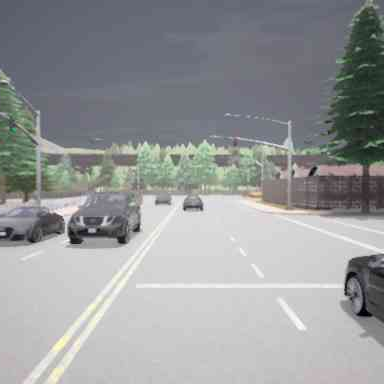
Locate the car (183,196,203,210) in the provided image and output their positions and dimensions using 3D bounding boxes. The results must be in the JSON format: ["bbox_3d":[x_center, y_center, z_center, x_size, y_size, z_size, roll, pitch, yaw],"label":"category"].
[{"bbox_3d":[0.110,1.050,33.840,1.994,1.385,4.181,0,1,0],"label":"car"}]

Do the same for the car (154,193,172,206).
[{"bbox_3d":[-3.540,0.877,41.503,1.837,1.490,4.892,0,0,1],"label":"car"}]

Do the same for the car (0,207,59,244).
[{"bbox_3d":[-7.095,1.344,14.409,1.994,1.385,4.181,0,1,0],"label":"car"}]

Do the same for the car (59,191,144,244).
[{"bbox_3d":[-3.596,0.996,14.745,2.150,2.045,5.566,0,1,0],"label":"car"}]

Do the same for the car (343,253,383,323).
[{"bbox_3d":[3.672,1.425,4.292,2.128,1.511,4.902,0,1,2],"label":"car"}]

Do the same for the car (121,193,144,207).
[{"bbox_3d":[-7.050,0.869,40.084,1.882,1.535,5.008,0,1,0],"label":"car"}]
